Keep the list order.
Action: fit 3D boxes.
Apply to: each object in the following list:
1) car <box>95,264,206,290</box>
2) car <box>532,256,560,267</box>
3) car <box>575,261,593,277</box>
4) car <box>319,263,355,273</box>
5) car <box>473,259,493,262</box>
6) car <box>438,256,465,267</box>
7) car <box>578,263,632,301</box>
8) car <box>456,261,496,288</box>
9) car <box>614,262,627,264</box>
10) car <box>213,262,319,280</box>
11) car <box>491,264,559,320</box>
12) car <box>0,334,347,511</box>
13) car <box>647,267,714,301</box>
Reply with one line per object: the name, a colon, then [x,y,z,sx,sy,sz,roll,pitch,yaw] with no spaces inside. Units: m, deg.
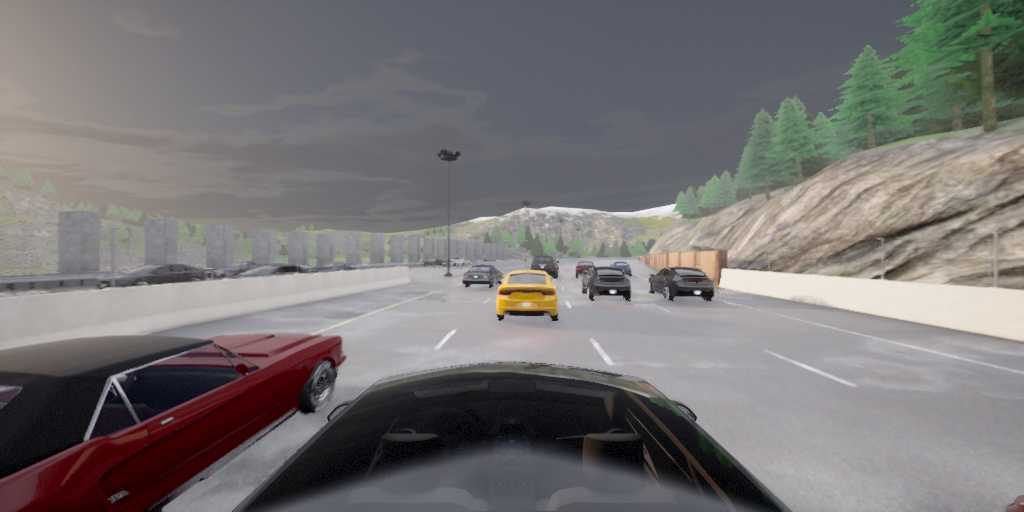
car: [-20.049,1.205,20.204,1.837,1.490,4.892,0,0,6]
car: [2.925,0.980,31.447,2.150,2.045,5.566,0,0,10]
car: [7.332,1.247,35.593,1.882,1.535,5.008,0,0,12]
car: [-15.145,1.278,30.545,1.994,1.385,4.181,0,0,9]
car: [-5.101,1.218,57.579,1.882,1.535,5.008,0,0,18]
car: [-10.368,0.957,64.153,2.150,2.045,5.566,0,0,18]
car: [4.519,1.266,17.631,1.837,1.490,4.892,0,0,6]
car: [-1.833,1.294,23.817,2.033,1.411,5.357,0,0,8]
car: [11.317,1.305,37.436,1.812,1.442,4.674,0,0,13]
car: [-13.096,1.223,19.524,1.837,1.490,4.892,0,0,6]
car: [0.582,1.229,12.666,1.882,1.535,5.008,0,0,4]
car: [-3.341,1.343,3.071,1.895,1.301,4.718,0,0,1]
car: [8.011,1.275,17.418,1.837,1.490,4.892,0,0,6]
